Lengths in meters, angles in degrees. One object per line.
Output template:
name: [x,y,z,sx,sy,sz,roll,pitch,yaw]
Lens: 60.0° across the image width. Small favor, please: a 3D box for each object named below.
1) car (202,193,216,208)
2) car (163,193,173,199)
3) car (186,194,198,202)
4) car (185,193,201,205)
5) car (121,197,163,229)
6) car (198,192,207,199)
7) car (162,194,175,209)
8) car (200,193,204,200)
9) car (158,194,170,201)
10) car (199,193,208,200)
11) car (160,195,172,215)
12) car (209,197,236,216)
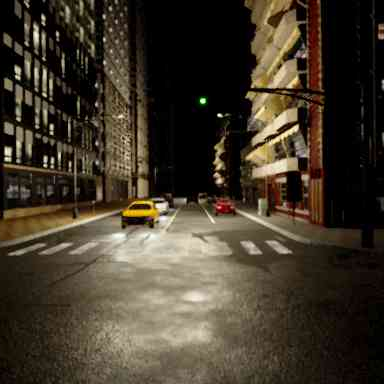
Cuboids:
car: [2.638,1.212,41.220,2.008,1.369,4.403,-1,0,0]
car: [-5.784,1.036,80.751,1.887,1.381,4.507,-1,0,0]
car: [0.012,1.117,61.365,1.994,1.385,4.181,-1,0,0]
car: [0.035,1.127,51.055,1.837,1.490,4.892,-1,0,0]
car: [-3.134,1.346,20.910,1.882,1.535,5.008,-1,0,0]
car: [2.595,0.837,80.759,1.967,1.590,4.097,-1,0,0]
car: [-3.145,1.273,41.309,2.033,1.411,5.357,-1,0,0]
car: [2.633,1.173,46.868,2.008,1.369,4.403,-1,0,0]
car: [-5.772,1.115,69.454,2.008,1.369,4.403,-1,0,0]
car: [2.602,1.015,75.111,1.802,1.307,4.206,-1,0,0]
car: [-3.144,1.325,30.670,1.812,1.442,4.674,-1,0,0]
car: [2.702,1.332,28.304,1.802,1.307,4.206,-1,0,0]
